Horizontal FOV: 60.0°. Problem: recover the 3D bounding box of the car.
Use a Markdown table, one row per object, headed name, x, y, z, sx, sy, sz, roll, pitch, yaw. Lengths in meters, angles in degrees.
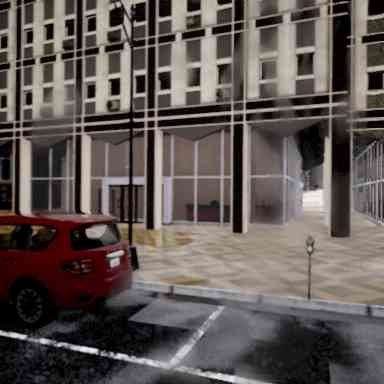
| name | x | y | z | sx | sy | sz | roll | pitch | yaw |
| --- | --- | --- | --- | --- | --- | --- | --- | --- | --- |
| car | -3.632 | 1.366 | 6.874 | 5.009 | 1.841 | 2.192 | 0 | 0 | 21 |
